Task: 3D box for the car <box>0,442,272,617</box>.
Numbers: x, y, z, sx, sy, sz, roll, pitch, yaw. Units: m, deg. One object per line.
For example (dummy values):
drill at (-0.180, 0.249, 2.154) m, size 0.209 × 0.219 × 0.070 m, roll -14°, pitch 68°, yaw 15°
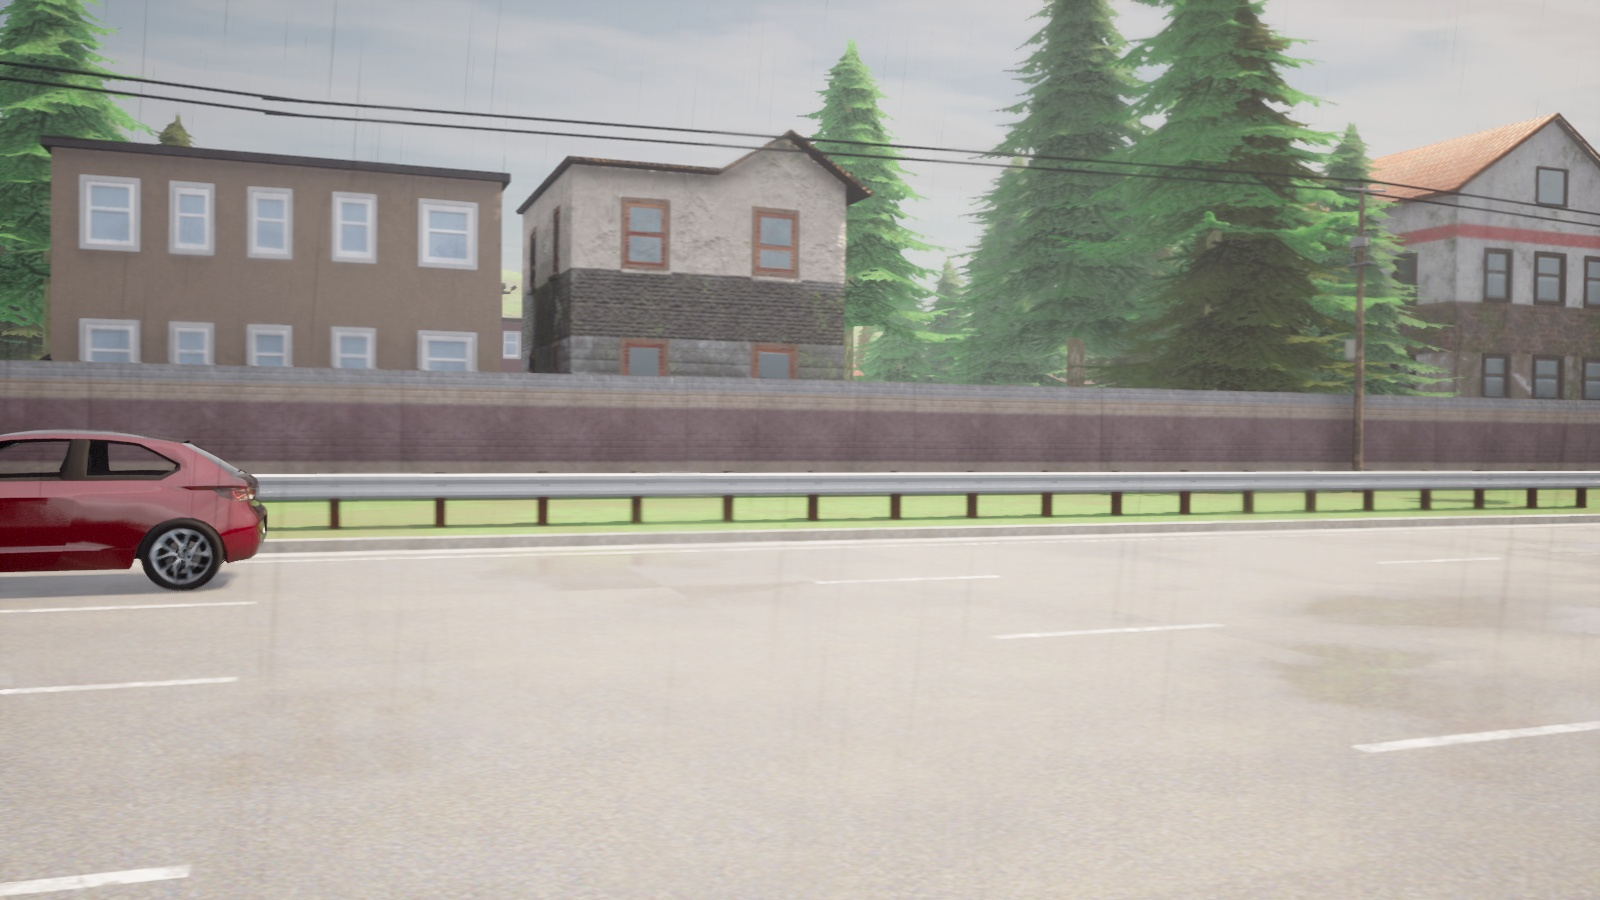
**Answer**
car at (-7.245, 0.699, 11.719) m, size 4.193 × 1.474 × 1.816 m, roll -1°, pitch 1°, yaw -21°
